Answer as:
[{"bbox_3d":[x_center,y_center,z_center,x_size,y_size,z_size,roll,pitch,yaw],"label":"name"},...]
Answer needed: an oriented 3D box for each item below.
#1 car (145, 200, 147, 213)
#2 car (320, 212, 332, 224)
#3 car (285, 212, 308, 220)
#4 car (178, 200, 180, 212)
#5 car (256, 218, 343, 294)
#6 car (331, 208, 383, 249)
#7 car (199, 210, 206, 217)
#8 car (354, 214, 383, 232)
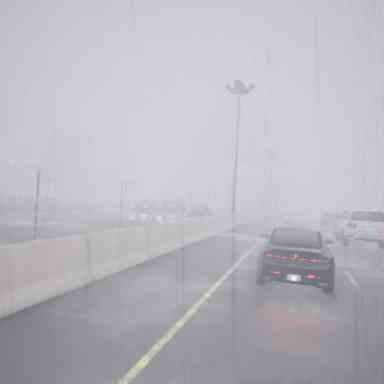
[{"bbox_3d":[-5.584,1.718,40.802,2.097,1.767,4.553,3,-1,18],"label":"car"},{"bbox_3d":[14.948,2.882,35.847,2.128,1.511,4.902,3,-1,18],"label":"car"},{"bbox_3d":[9.396,2.487,29.892,1.812,1.442,4.674,3,-1,18],"label":"car"},{"bbox_3d":[-2.239,1.651,39.746,2.097,1.767,4.553,3,-1,18],"label":"car"},{"bbox_3d":[3.055,1.765,9.851,1.837,1.490,4.892,3,-1,18],"label":"car"},{"bbox_3d":[9.750,2.004,19.375,2.150,2.045,5.566,3,-1,18],"label":"car"},{"bbox_3d":[1.067,2.099,38.652,1.812,1.442,4.674,3,-1,18],"label":"car"},{"bbox_3d":[17.844,3.054,33.419,2.033,1.411,5.357,3,-1,18],"label":"car"}]
